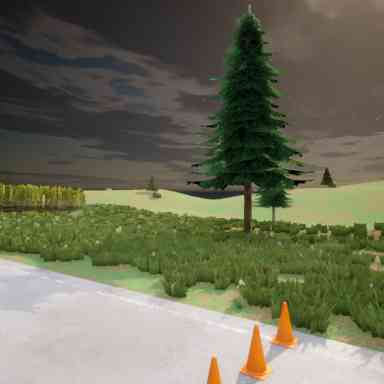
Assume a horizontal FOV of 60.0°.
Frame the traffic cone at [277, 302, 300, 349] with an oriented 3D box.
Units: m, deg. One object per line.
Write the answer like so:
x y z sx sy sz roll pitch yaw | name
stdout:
1.395 1.955 4.995 0.340 0.580 0.340 0 0 36 | traffic cone

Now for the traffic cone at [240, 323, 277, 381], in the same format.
0.810 1.955 4.184 0.340 0.580 0.340 0 0 36 | traffic cone

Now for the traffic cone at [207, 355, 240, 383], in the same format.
0.226 1.955 3.372 0.340 0.580 0.340 0 0 36 | traffic cone
